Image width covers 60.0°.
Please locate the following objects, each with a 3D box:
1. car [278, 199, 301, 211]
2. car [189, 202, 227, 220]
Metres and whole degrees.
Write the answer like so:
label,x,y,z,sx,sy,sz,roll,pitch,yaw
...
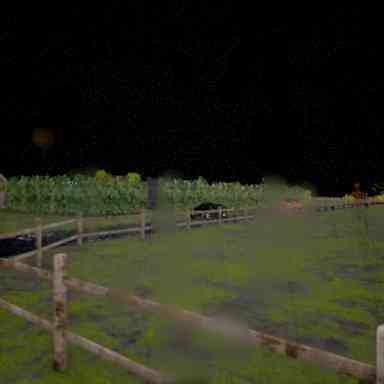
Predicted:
label,x,y,z,sx,sy,sz,roll,pitch,yaw
car,14.426,1.894,49.135,2.097,1.767,4.553,-1,-1,36
car,1.557,1.778,31.500,1.837,1.490,4.892,-1,-1,36
